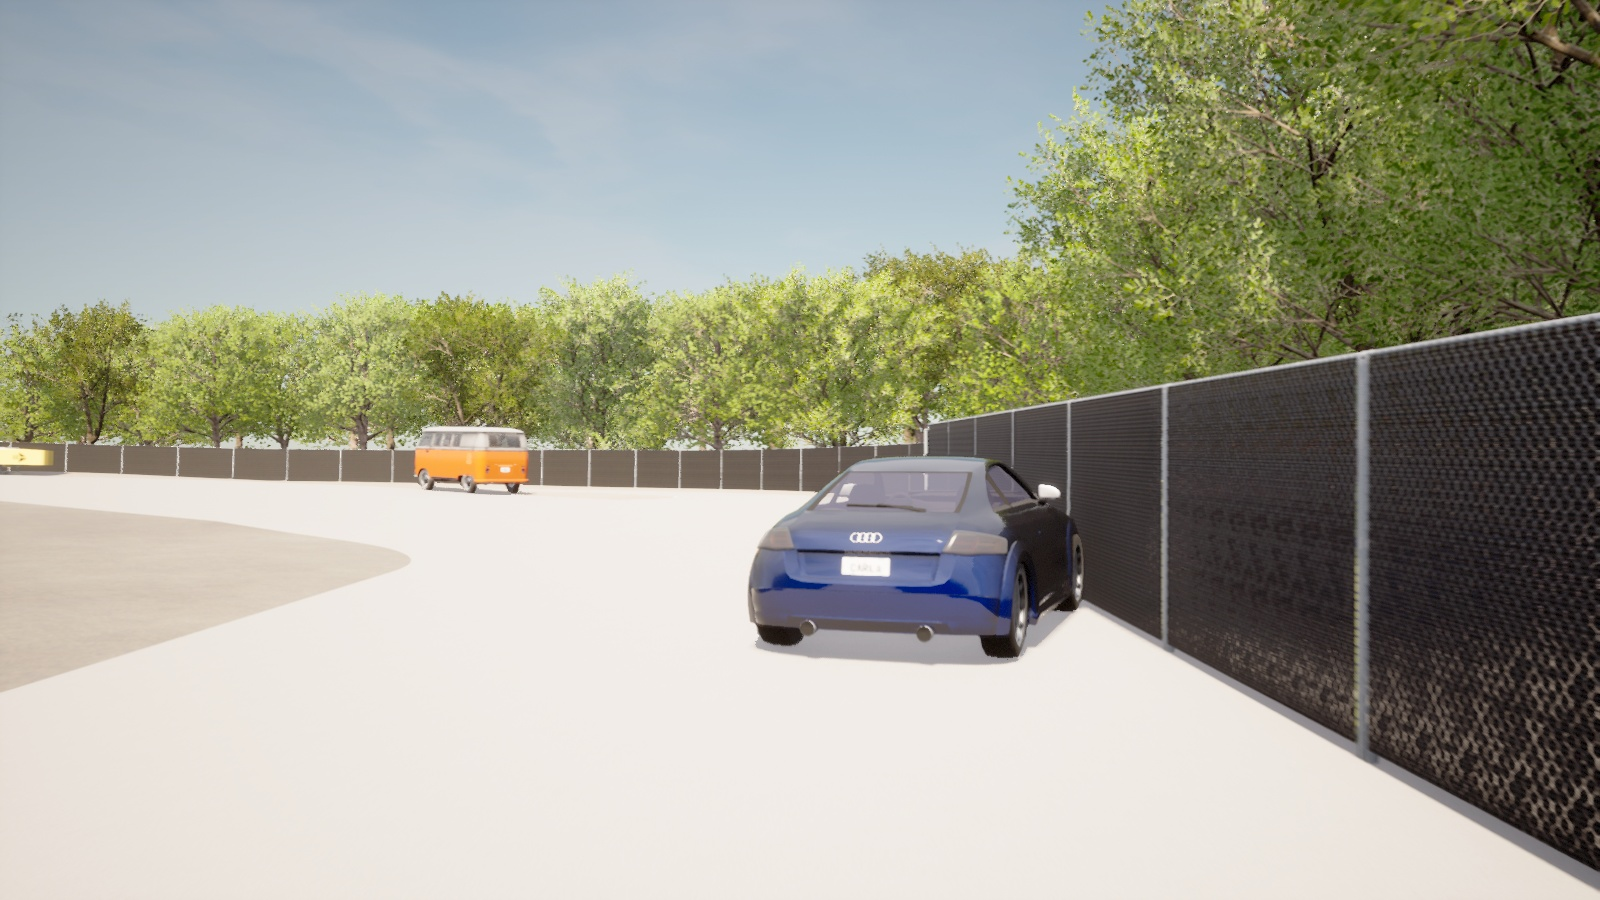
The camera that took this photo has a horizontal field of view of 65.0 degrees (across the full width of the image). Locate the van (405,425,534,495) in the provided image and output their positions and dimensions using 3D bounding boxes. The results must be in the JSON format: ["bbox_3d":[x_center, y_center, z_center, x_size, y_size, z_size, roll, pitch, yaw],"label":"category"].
[{"bbox_3d":[-10.132,0.266,38.265,1.775,1.987,4.442,1,0,-45],"label":"van"}]

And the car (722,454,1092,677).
[{"bbox_3d":[1.119,0.744,10.301,1.994,1.385,4.181,0,0,20],"label":"car"}]
